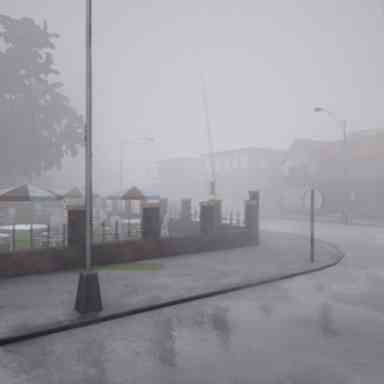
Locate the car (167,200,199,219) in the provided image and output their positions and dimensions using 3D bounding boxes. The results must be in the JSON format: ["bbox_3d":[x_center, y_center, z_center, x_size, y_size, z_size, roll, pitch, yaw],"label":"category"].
[{"bbox_3d":[-1.344,1.498,29.724,2.128,1.511,4.902,0,0,-36],"label":"car"}]

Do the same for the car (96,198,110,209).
[{"bbox_3d":[-13.145,1.554,46.320,2.033,1.411,5.357,0,0,-35],"label":"car"}]
